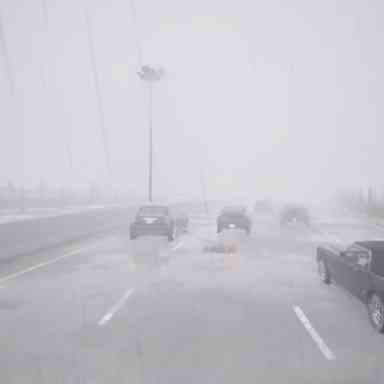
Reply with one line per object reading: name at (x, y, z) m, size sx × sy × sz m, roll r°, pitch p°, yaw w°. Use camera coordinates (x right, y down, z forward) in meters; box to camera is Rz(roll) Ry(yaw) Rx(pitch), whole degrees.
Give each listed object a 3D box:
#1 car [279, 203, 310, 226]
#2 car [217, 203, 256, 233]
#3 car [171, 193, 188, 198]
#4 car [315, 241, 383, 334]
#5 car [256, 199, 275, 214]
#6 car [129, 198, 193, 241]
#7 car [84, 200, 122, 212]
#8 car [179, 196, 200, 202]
car at (7.412, 1.560, 24.112) m, size 1.837 × 1.490 × 4.892 m, roll 0°, pitch 0°, yaw 16°
car at (2.646, 1.535, 19.838) m, size 1.837 × 1.490 × 4.892 m, roll 0°, pitch 0°, yaw 13°
car at (-2.240, 1.252, 61.524) m, size 2.150 × 2.045 × 5.566 m, roll 0°, pitch 0°, yaw 19°
car at (3.995, 1.625, 6.644) m, size 1.895 × 1.301 × 4.718 m, roll 0°, pitch 0°, yaw 5°
car at (8.023, 1.575, 37.183) m, size 1.837 × 1.490 × 4.892 m, roll 0°, pitch 0°, yaw 19°
car at (-1.515, 1.361, 17.024) m, size 2.097 × 1.767 × 4.553 m, roll 0°, pitch 0°, yaw 10°
car at (-8.563, 1.517, 32.428) m, size 1.812 × 1.442 × 4.674 m, roll 0°, pitch 0°, yaw 18°
car at (0.099, 1.608, 46.949) m, size 1.994 × 1.385 × 4.181 m, roll 0°, pitch 0°, yaw 20°
